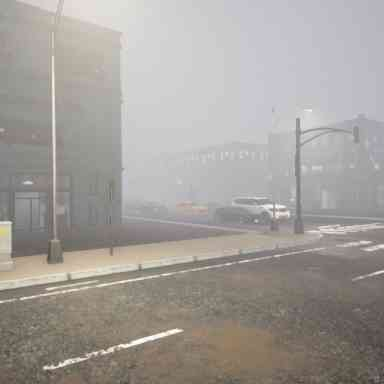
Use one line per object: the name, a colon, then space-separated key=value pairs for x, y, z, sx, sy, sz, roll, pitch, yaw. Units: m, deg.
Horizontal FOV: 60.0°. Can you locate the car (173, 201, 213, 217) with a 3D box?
car: x=-0.230 y=1.816 z=36.612 sx=1.882 sy=1.535 sz=5.008 roll=-1 pitch=0 yaw=-35

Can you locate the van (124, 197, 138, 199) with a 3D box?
van: x=-10.390 y=1.905 z=60.885 sx=1.690 sy=1.788 sz=3.998 roll=-1 pitch=0 yaw=-35

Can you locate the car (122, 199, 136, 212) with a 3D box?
car: x=-8.109 y=2.054 z=47.740 sx=1.994 sy=1.385 sz=4.181 roll=-1 pitch=0 yaw=-35

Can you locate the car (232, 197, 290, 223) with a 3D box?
car: x=5.610 y=1.445 z=28.387 sx=2.150 sy=2.045 sz=5.566 roll=-1 pitch=0 yaw=-35

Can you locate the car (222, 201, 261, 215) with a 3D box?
car: x=5.645 y=1.808 z=38.325 sx=2.008 sy=1.369 sz=4.403 roll=-2 pitch=0 yaw=-35

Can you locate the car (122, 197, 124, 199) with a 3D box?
car: x=-13.597 y=1.938 z=65.397 sx=2.192 sy=1.841 sz=5.009 roll=-1 pitch=0 yaw=-35

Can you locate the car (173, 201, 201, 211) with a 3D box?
car: x=-0.766 y=1.965 z=47.349 sx=1.802 sy=1.307 sz=4.206 roll=-2 pitch=0 yaw=-35

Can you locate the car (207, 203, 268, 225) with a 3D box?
car: x=3.548 y=1.813 z=26.599 sx=1.947 sy=1.339 sz=4.313 roll=-1 pitch=0 yaw=-35

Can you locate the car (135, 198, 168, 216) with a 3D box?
car: x=-4.394 y=1.845 z=37.981 sx=1.967 sy=1.590 sz=4.097 roll=-1 pitch=0 yaw=-35
